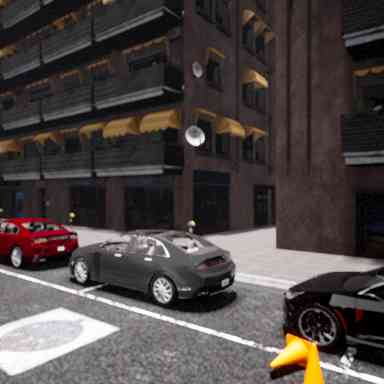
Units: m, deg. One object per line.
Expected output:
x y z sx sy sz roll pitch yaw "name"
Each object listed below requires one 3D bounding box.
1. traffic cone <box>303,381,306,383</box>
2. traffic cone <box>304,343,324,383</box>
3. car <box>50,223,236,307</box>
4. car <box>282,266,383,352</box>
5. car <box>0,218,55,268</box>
0.748 1.955 2.833 0.340 0.580 0.340 0 0 36 "traffic cone"
1.333 1.955 3.643 0.340 0.580 0.340 0 0 36 "traffic cone"
-1.113 1.548 7.839 4.403 1.369 2.008 0 0 36 "car"
3.449 1.566 4.539 4.313 1.339 1.947 0 0 36 "car"
-5.675 1.540 11.139 4.507 1.381 1.887 0 0 36 "car"
